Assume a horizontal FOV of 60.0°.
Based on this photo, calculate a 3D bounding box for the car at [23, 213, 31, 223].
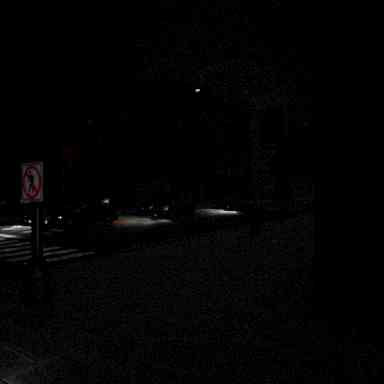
[{"bbox_3d":[-8.939,1.494,23.572,2.033,1.411,5.357,0,0,34],"label":"car"}]

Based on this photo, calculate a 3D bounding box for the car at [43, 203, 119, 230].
[{"bbox_3d":[-6.858,1.436,20.862,2.128,1.511,4.902,0,0,35],"label":"car"}]

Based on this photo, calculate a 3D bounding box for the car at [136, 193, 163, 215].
[{"bbox_3d":[-2.866,1.123,32.131,2.150,2.045,5.566,0,0,35],"label":"car"}]

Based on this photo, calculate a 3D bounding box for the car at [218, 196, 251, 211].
[{"bbox_3d":[5.110,1.421,37.768,1.994,1.385,4.181,0,0,35],"label":"car"}]

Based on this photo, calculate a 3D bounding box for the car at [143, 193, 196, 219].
[{"bbox_3d":[-1.610,1.259,28.277,2.097,1.767,4.553,0,0,35],"label":"car"}]

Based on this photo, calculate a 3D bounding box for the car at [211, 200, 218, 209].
[{"bbox_3d":[4.290,1.355,42.225,1.837,1.490,4.892,0,0,35],"label":"car"}]
